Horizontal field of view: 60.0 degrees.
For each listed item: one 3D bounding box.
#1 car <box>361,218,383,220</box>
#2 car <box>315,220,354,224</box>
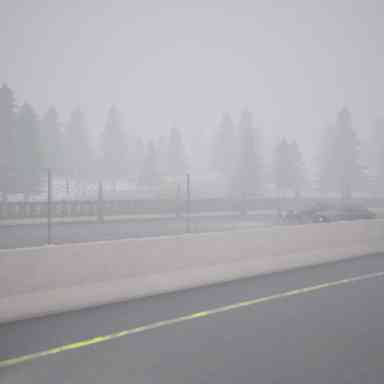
[{"bbox_3d":[12.307,1.488,18.444,5.357,1.411,2.033,0,0,-23],"label":"car"},{"bbox_3d":[9.666,1.491,21.022,4.181,1.385,1.994,0,0,-24],"label":"car"}]
